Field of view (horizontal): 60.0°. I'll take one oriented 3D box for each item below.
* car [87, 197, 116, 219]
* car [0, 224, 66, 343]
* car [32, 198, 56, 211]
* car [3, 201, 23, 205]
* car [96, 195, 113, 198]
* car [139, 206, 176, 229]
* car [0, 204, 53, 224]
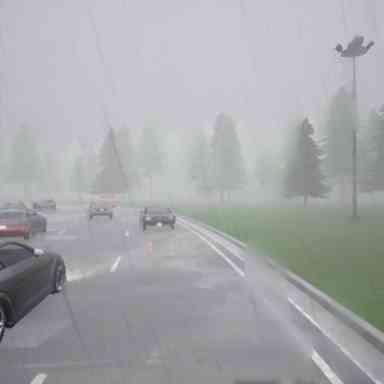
[{"bbox_3d":[-7.782,1.431,28.006,2.033,1.411,5.357,0,0,-19],"label":"car"},{"bbox_3d":[-3.795,1.552,6.000,1.994,1.385,4.181,0,0,-4],"label":"car"},{"bbox_3d":[-16.947,1.376,37.938,2.128,1.511,4.902,0,0,-36],"label":"car"},{"bbox_3d":[-15.618,1.476,29.107,2.033,1.411,5.357,0,0,-24],"label":"car"},{"bbox_3d":[-11.550,1.173,42.762,2.097,1.767,4.553,-1,1,-36],"label":"car"},{"bbox_3d":[-2.259,1.493,20.625,1.895,1.301,4.718,0,0,-12],"label":"car"},{"bbox_3d":[-8.655,1.521,16.627,1.994,1.385,4.181,0,0,-10],"label":"car"}]
